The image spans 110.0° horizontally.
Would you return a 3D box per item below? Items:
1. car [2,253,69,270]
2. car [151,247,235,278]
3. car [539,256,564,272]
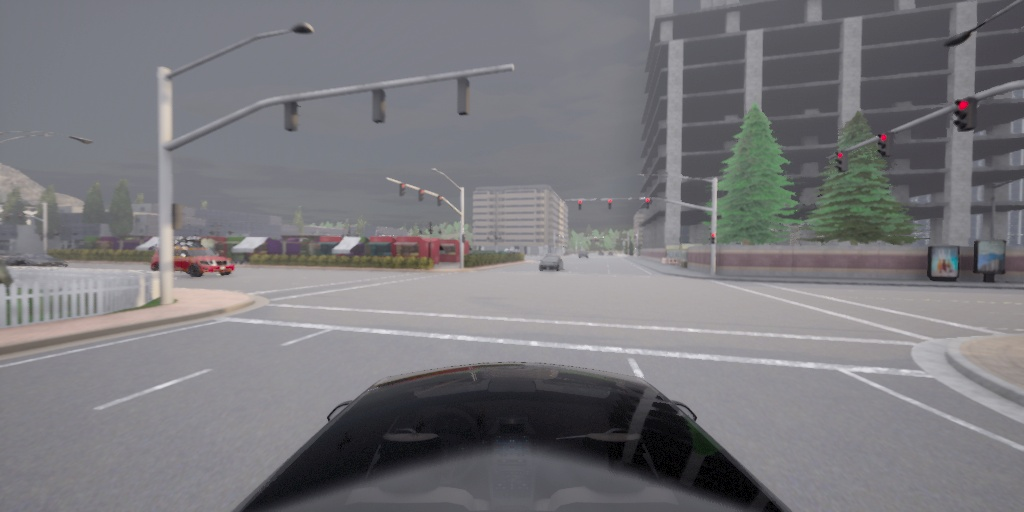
[{"bbox_3d":[-39.334,0.487,29.486,5.357,1.411,2.033,1,1,15],"label":"car"},{"bbox_3d":[-22.123,0.402,24.850,5.566,2.045,2.150,1,1,15],"label":"car"},{"bbox_3d":[3.776,0.725,33.986,1.882,1.535,5.008,1,2,15],"label":"car"}]
